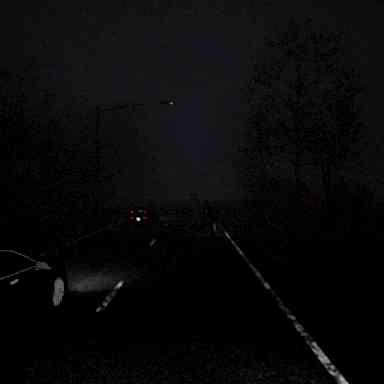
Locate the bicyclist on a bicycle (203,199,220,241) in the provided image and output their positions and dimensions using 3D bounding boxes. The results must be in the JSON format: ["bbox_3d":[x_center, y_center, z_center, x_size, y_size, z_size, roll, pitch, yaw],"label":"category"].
[{"bbox_3d":[1.007,1.313,15.487,0.659,1.776,1.843,0,0,0],"label":"bicyclist on a bicycle"}]

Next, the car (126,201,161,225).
[{"bbox_3d":[-3.339,1.419,23.153,1.837,1.490,4.892,0,0,0],"label":"car"}]

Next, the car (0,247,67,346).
[{"bbox_3d":[-3.390,1.487,4.684,1.837,1.490,4.892,0,0,0],"label":"car"}]

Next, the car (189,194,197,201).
[{"bbox_3d":[0.210,1.257,74.013,1.812,1.442,4.674,0,0,0],"label":"car"}]

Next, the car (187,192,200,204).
[{"bbox_3d":[0.267,1.012,57.908,2.150,2.045,5.566,0,0,0],"label":"car"}]
